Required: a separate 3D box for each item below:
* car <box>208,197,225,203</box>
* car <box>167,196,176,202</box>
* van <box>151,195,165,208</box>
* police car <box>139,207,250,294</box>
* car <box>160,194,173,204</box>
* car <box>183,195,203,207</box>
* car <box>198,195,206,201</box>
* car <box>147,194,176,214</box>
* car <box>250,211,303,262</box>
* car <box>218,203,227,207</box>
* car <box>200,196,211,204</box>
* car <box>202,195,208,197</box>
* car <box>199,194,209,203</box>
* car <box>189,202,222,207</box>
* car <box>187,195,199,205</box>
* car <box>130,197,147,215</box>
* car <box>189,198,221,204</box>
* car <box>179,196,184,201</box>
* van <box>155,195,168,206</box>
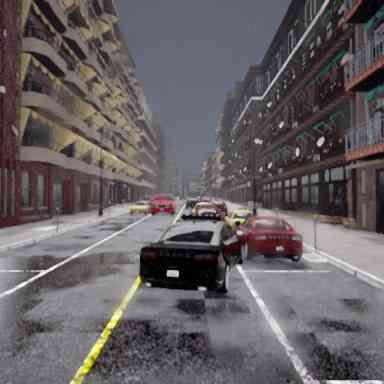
[{"bbox_3d":[2.666,1.577,34.197,1.887,1.381,4.507,1,0,0],"label":"car"},{"bbox_3d":[-5.096,1.747,84.054,1.947,1.339,4.313,1,0,0],"label":"car"},{"bbox_3d":[-5.169,1.407,50.869,1.690,1.788,3.998,2,0,0],"label":"van"},{"bbox_3d":[0.298,1.427,9.129,1.930,1.638,5.238,0,0,15],"label":"police car"},{"bbox_3d":[-5.129,1.433,67.462,2.192,1.841,5.009,1,0,0],"label":"car"},{"bbox_3d":[0.120,1.532,45.601,1.882,1.535,5.008,0,0,0],"label":"car"},{"bbox_3d":[2.766,1.646,89.507,1.967,1.590,4.097,1,0,0],"label":"car"},{"bbox_3d":[-2.769,1.252,33.196,2.150,2.045,5.566,0,0,0],"label":"car"},{"bbox_3d":[2.614,1.549,12.075,1.887,1.381,4.507,1,0,0],"label":"car"},{"bbox_3d":[2.628,1.534,17.777,1.752,1.417,4.829,1,0,0],"label":"car"},{"bbox_3d":[2.755,1.558,67.383,1.967,1.590,4.097,1,0,0],"label":"car"},{"bbox_3d":[2.719,1.626,56.321,1.887,1.381,4.507,1,0,0],"label":"car"},{"bbox_3d":[2.743,1.473,78.445,2.192,1.841,5.009,1,0,0],"label":"car"},{"bbox_3d":[0.870,1.535,18.747,1.812,1.442,4.674,0,0,0],"label":"car"},{"bbox_3d":[0.143,1.443,59.439,2.097,1.767,4.553,0,0,0],"label":"car"},{"bbox_3d":[-5.214,1.557,34.109,1.752,1.417,4.829,2,0,0],"label":"car"},{"bbox_3d":[0.885,1.472,24.941,1.801,1.575,5.366,0,0,0],"label":"car"},{"bbox_3d":[-2.529,1.743,92.155,1.812,1.442,4.674,0,0,0],"label":"car"},{"bbox_3d":[-5.156,1.423,56.401,1.690,1.788,3.998,1,0,0],"label":"van"}]
